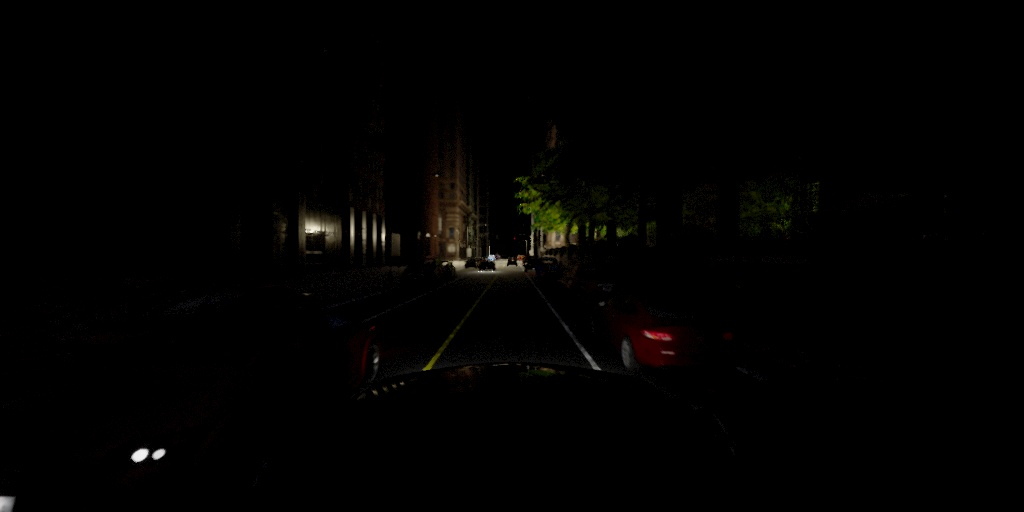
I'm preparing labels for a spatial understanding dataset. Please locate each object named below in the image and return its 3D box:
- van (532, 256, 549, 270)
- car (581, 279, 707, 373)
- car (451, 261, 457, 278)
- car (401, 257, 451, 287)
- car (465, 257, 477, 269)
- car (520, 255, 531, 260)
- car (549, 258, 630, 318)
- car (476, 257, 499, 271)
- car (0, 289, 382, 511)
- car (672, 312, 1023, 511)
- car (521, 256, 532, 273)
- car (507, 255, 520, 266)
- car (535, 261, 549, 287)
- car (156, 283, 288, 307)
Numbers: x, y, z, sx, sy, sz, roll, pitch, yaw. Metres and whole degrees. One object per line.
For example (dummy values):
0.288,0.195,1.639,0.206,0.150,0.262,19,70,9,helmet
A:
2.780,1.015,29.408,1.690,1.789,3.998,0,0,0,van
2.765,1.326,7.306,1.802,1.307,4.207,0,0,0,car
-5.745,1.114,29.403,1.967,1.591,4.097,0,0,0,car
-5.749,1.014,23.879,2.192,1.841,5.009,0,0,0,car
-5.730,1.110,51.501,2.007,1.370,4.403,0,0,0,car
2.799,0.842,57.030,2.192,1.841,5.009,0,0,0,car
2.769,1.049,12.831,2.192,1.841,5.009,0,0,0,car
-3.047,1.158,45.163,1.994,1.385,4.181,0,0,0,car
-3.091,1.312,4.126,1.994,1.385,4.181,0,0,0,car
2.760,1.316,1.779,1.948,1.339,4.313,0,0,0,car
2.380,1.116,41.725,1.837,1.490,4.892,0,0,0,car
0.051,1.048,61.461,2.033,1.411,5.357,0,0,0,car
2.777,1.244,23.884,1.888,1.381,4.507,0,0,0,car
-5.760,1.289,7.301,1.888,1.381,4.507,0,0,0,car
